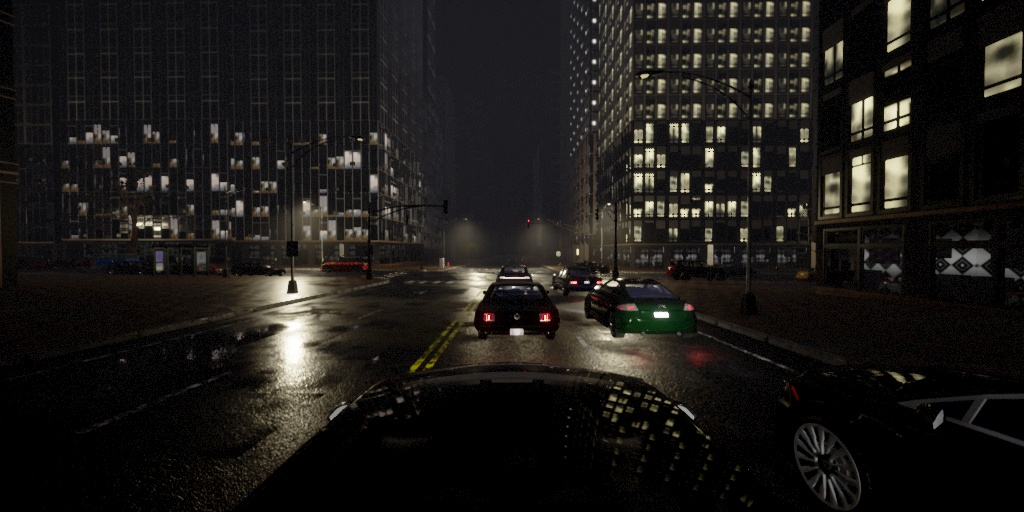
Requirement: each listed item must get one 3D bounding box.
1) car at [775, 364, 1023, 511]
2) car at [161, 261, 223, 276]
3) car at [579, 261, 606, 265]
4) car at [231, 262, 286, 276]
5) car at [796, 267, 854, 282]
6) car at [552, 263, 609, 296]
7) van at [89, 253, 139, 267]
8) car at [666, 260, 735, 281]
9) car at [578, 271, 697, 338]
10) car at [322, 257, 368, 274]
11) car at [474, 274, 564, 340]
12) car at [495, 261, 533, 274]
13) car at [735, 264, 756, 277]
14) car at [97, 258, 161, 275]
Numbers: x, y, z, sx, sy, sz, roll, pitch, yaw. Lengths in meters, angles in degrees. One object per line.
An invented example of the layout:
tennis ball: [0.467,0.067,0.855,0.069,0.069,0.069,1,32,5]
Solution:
car: [3.339,1.242,1.337,2.128,1.511,4.902,0,0,0]
car: [-28.373,1.133,32.258,4.207,1.307,1.802,0,0,1]
car: [7.872,1.271,38.425,4.892,1.490,1.837,1,3,19]
car: [-22.689,1.169,32.116,4.313,1.339,1.948,0,0,1]
car: [27.683,1.573,31.315,4.829,1.417,1.751,0,0,1]
car: [3.409,1.285,19.396,2.033,1.411,5.357,0,0,-3]
van: [-45.231,0.599,41.117,3.998,1.789,1.690,0,0,1]
car: [16.235,1.263,31.529,5.009,1.841,2.192,0,0,1]
car: [3.369,1.309,10.167,1.994,1.385,4.181,0,0,-1]
car: [-17.584,0.904,37.911,4.553,1.767,2.097,1,1,1]
car: [0.110,1.346,9.941,1.895,1.301,4.718,0,0,0]
car: [0.123,1.230,19.197,2.128,1.511,4.902,0,0,0]
car: [22.825,1.475,37.183,4.181,1.385,1.994,0,1,1]
car: [-34.053,1.064,32.440,4.313,1.339,1.948,0,0,1]
